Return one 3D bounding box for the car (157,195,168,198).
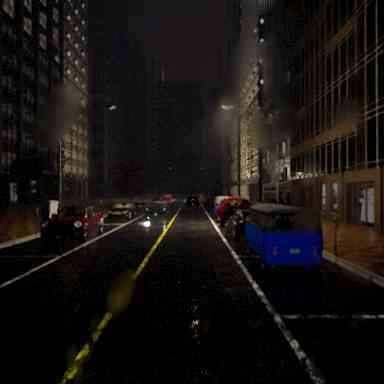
[{"bbox_3d":[-5.683,1.393,55.666,2.008,1.369,4.403,1,0,0],"label":"car"}]

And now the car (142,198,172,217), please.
[{"bbox_3d":[-3.013,1.519,29.886,1.895,1.301,4.718,0,0,0],"label":"car"}]

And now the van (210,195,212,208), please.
[{"bbox_3d":[2.700,1.265,27.477,1.690,1.788,3.998,1,0,0],"label":"van"}]

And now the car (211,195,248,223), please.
[{"bbox_3d":[2.700,1.255,21.836,2.192,1.841,5.009,1,0,0],"label":"car"}]

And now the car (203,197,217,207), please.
[{"bbox_3d":[2.697,1.441,50.043,1.802,1.307,4.206,1,0,0],"label":"car"}]

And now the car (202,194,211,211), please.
[{"bbox_3d":[2.700,1.207,38.760,2.192,1.841,5.009,1,0,0],"label":"car"}]

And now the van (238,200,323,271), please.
[{"bbox_3d":[2.700,1.313,10.552,1.690,1.788,3.998,1,0,0],"label":"van"}]

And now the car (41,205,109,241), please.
[{"bbox_3d":[-5.681,1.397,16.166,1.967,1.590,4.097,1,0,0],"label":"car"}]

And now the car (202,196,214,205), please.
[{"bbox_3d":[2.698,1.367,55.854,1.752,1.417,4.829,1,0,0],"label":"car"}]

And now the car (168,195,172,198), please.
[{"bbox_3d":[-5.683,1.316,78.236,1.887,1.381,4.507,1,0,0],"label":"car"}]

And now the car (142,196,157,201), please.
[{"bbox_3d":[-5.683,1.443,38.737,2.008,1.369,4.403,1,0,0],"label":"car"}]

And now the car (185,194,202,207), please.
[{"bbox_3d":[0.100,1.373,46.990,1.837,1.490,4.892,0,0,0],"label":"car"}]

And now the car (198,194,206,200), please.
[{"bbox_3d":[2.698,1.284,89.533,2.008,1.369,4.403,1,0,0],"label":"car"}]

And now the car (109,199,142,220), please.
[{"bbox_3d":[-5.683,1.475,27.452,2.008,1.369,4.403,1,0,0],"label":"car"}]

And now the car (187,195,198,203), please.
[{"bbox_3d":[0.097,1.362,64.505,2.033,1.411,5.357,0,0,0],"label":"car"}]

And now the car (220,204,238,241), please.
[{"bbox_3d":[2.697,1.507,16.195,2.008,1.369,4.403,1,0,0],"label":"car"}]
